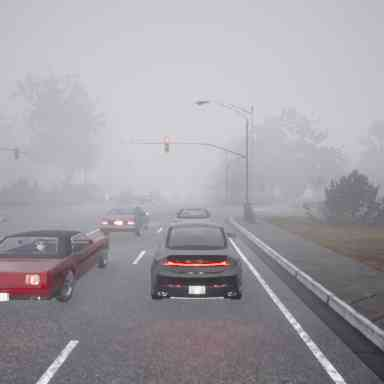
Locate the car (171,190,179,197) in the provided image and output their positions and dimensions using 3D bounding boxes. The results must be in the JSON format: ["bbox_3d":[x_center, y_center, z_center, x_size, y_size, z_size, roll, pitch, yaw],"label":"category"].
[{"bbox_3d":[-4.906,0.451,94.756,2.097,1.767,4.553,0,1,-7],"label":"car"}]

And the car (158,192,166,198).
[{"bbox_3d":[-7.597,0.780,83.918,1.812,1.442,4.674,0,1,-3],"label":"car"}]

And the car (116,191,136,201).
[{"bbox_3d":[-10.688,0.821,53.803,2.150,2.045,5.566,0,0,0],"label":"car"}]

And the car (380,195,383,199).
[{"bbox_3d":[23.753,0.943,38.952,5.566,2.045,2.150,0,0,-4],"label":"car"}]

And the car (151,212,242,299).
[{"bbox_3d":[0.088,1.473,8.321,1.837,1.490,4.892,0,0,0],"label":"car"}]

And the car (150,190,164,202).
[{"bbox_3d":[-7.162,0.733,63.458,2.150,2.045,5.566,0,1,-1],"label":"car"}]

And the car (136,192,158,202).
[{"bbox_3d":[-7.189,1.151,53.283,2.033,1.411,5.357,0,0,0],"label":"car"}]

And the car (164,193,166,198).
[{"bbox_3d":[-7.232,0.876,73.649,1.882,1.535,5.008,0,1,-1],"label":"car"}]

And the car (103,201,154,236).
[{"bbox_3d":[-3.445,1.442,17.731,2.033,1.411,5.357,0,0,-1],"label":"car"}]

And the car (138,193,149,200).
[{"bbox_3d":[-10.737,0.991,73.776,1.895,1.301,4.718,0,1,-1],"label":"car"}]

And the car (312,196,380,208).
[{"bbox_3d":[14.373,1.262,31.193,5.008,1.535,1.882,0,0,-3],"label":"car"}]

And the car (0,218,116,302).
[{"bbox_3d":[-3.412,1.570,8.142,1.895,1.301,4.718,0,0,0],"label":"car"}]

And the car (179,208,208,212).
[{"bbox_3d":[0.081,1.497,17.634,1.895,1.301,4.718,0,0,0],"label":"car"}]

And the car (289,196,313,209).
[{"bbox_3d":[13.669,1.218,38.364,4.902,1.511,2.128,0,0,-3],"label":"car"}]

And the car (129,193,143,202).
[{"bbox_3d":[-10.672,0.987,63.690,1.882,1.535,5.008,0,1,0],"label":"car"}]

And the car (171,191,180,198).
[{"bbox_3d":[-4.112,0.609,84.271,2.097,1.767,4.553,0,1,-4],"label":"car"}]

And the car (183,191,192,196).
[{"bbox_3d":[-1.418,0.464,95.118,2.033,1.411,5.357,0,1,-7],"label":"car"}]

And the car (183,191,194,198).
[{"bbox_3d":[-0.666,0.783,85.241,1.994,1.385,4.181,0,1,-4],"label":"car"}]
